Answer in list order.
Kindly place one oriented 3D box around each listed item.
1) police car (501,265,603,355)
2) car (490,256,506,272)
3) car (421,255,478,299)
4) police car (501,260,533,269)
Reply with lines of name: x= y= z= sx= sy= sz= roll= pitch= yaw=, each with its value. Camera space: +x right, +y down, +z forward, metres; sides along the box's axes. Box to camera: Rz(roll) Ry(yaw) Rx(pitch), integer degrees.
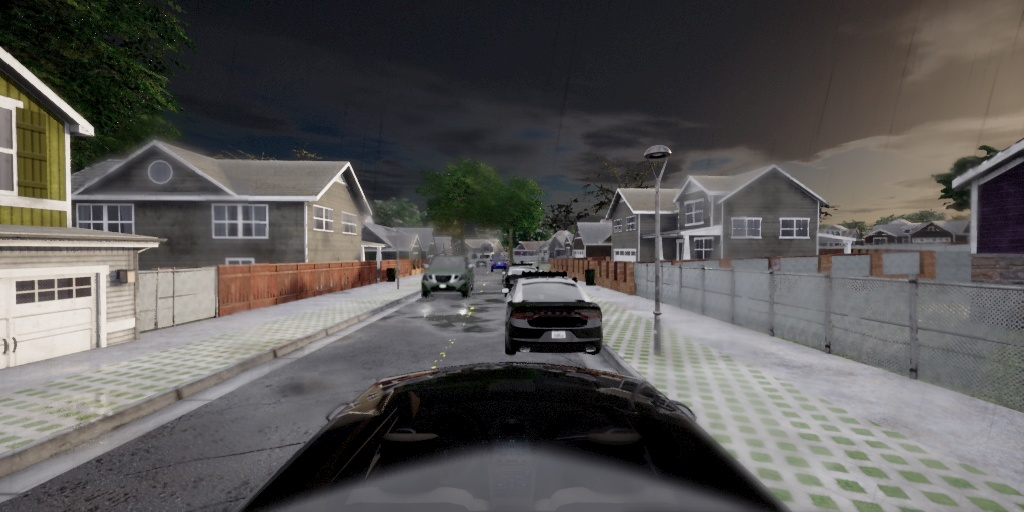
police car: x=0.777 y=1.176 z=8.854 sx=1.930 sy=1.638 sz=5.238 roll=0 pitch=0 yaw=-1
car: x=-1.706 y=1.055 z=47.464 sx=2.150 sy=2.045 sz=5.566 roll=0 pitch=0 yaw=-3
car: x=-3.175 y=0.985 z=18.705 sx=2.150 sy=2.045 sz=5.566 roll=0 pitch=0 yaw=-2
police car: x=0.523 y=1.187 z=18.899 sx=1.930 sy=1.638 sz=5.238 roll=0 pitch=0 yaw=-2
